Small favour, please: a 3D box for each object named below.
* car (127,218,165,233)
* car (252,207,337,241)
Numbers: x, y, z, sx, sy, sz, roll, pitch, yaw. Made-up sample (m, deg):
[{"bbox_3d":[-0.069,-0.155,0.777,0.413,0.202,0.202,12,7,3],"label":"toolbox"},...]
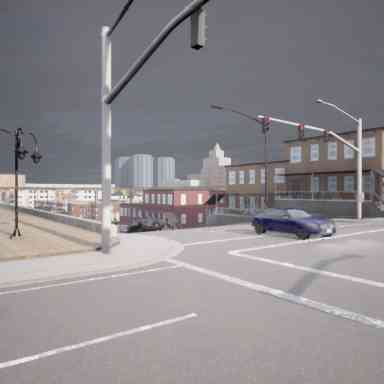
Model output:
[{"bbox_3d":[-4.206,3.001,29.843,1.994,1.385,4.181,0,-10,-36],"label":"car"},{"bbox_3d":[4.978,1.503,16.868,1.812,1.442,4.674,0,-1,-30],"label":"car"}]
